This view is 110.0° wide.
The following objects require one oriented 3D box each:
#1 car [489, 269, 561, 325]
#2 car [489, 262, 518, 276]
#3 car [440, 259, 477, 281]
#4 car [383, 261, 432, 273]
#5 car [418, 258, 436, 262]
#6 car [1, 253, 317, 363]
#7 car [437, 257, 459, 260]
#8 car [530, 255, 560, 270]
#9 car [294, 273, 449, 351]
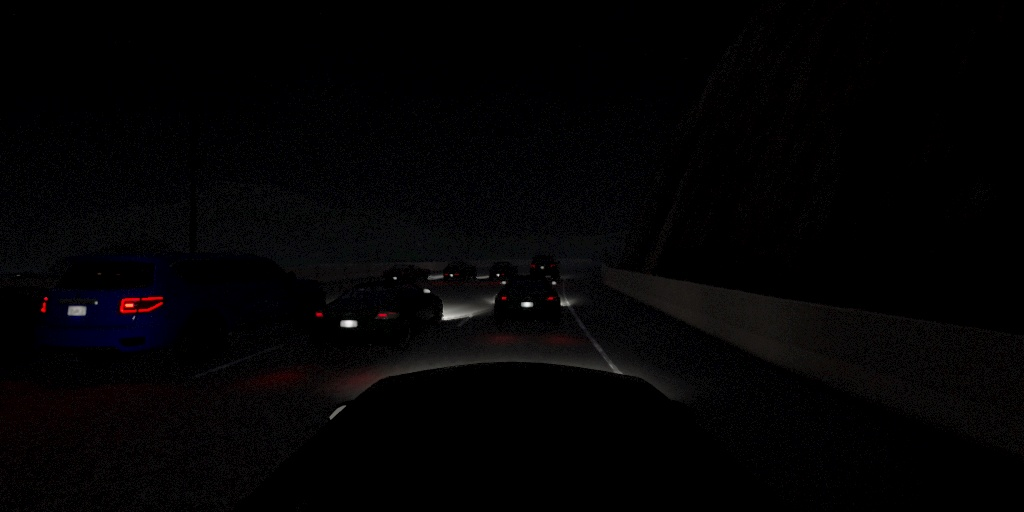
[{"bbox_3d":[0.552,1.315,11.927,1.994,1.385,4.181,0,0,4],"label":"car"},{"bbox_3d":[-0.657,1.251,30.570,1.837,1.490,4.892,0,0,10],"label":"car"},{"bbox_3d":[-4.287,1.241,30.147,1.837,1.490,4.892,0,0,10],"label":"car"},{"bbox_3d":[-8.165,1.327,28.257,1.895,1.301,4.718,0,0,9],"label":"car"},{"bbox_3d":[-13.746,1.255,63.483,2.033,1.411,5.357,0,0,20],"label":"car"},{"bbox_3d":[-6.692,0.953,8.292,2.150,2.045,5.566,0,0,2],"label":"car"},{"bbox_3d":[-10.494,1.069,62.235,2.097,1.767,4.553,0,0,20],"label":"car"},{"bbox_3d":[2.800,0.977,30.165,2.150,2.045,5.566,0,0,10],"label":"car"},{"bbox_3d":[-3.119,1.305,9.061,1.994,1.385,4.181,0,0,3],"label":"car"}]
